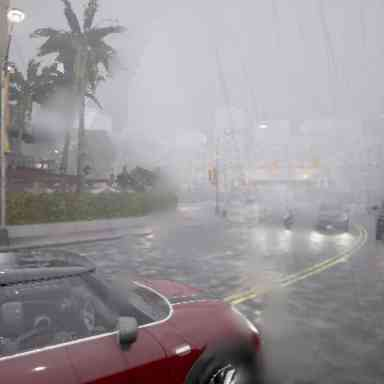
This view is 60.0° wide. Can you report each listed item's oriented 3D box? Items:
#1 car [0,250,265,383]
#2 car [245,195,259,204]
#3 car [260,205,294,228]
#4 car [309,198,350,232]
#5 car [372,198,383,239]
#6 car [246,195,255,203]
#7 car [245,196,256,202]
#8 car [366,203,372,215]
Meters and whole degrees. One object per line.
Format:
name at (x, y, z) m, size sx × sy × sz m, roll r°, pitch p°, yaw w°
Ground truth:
car at (-1.425, 1.356, 3.077) m, size 4.553 × 1.767 × 2.097 m, roll 0°, pitch 0°, yaw -36°
car at (13.443, 1.805, 75.530) m, size 2.097 × 1.535 × 5.008 m, roll 0°, pitch 0°, yaw 10°
car at (6.093, 1.642, 23.477) m, size 1.812 × 1.442 × 4.674 m, roll 0°, pitch 0°, yaw 23°
car at (8.939, 1.463, 21.399) m, size 2.097 × 1.767 × 4.553 m, roll 0°, pitch 0°, yaw 25°
car at (10.845, 1.328, 17.480) m, size 2.150 × 2.045 × 5.566 m, roll 0°, pitch 0°, yaw 28°
car at (14.447, 1.706, 81.879) m, size 2.185 × 1.767 × 4.553 m, roll 0°, pitch 0°, yaw 10°
car at (16.394, 1.879, 92.476) m, size 2.231 × 1.521 × 4.892 m, roll 0°, pitch 0°, yaw 20°
car at (19.671, 1.695, 34.630) m, size 2.128 × 1.511 × 4.902 m, roll 0°, pitch 0°, yaw 11°
